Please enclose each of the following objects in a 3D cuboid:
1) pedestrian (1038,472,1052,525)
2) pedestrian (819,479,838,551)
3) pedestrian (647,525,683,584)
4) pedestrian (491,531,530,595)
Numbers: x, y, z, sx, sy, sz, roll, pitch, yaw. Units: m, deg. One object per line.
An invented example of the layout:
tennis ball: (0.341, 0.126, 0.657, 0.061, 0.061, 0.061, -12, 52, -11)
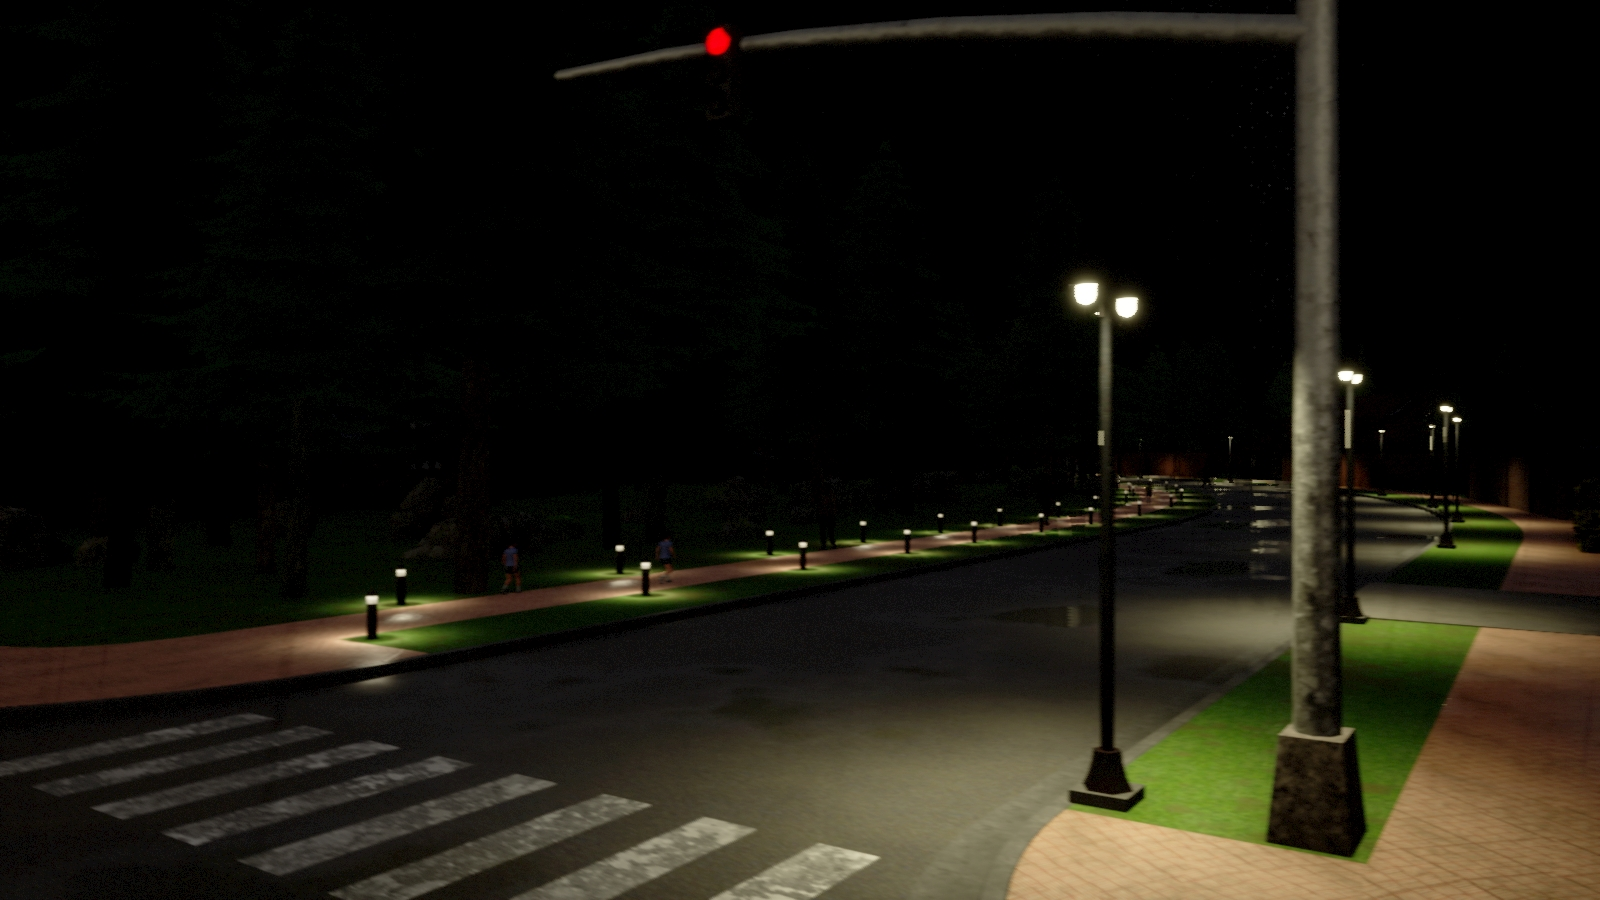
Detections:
pedestrian: (8.611, 1.696, 40.180, 0.375, 1.860, 0.375, 0, 0, 27)
pedestrian: (0.751, 1.691, 30.048, 0.375, 1.860, 0.375, 0, 0, 32)
pedestrian: (-2.679, 2.069, 22.639, 0.500, 1.100, 0.500, 0, 0, 36)
pedestrian: (-5.318, 2.069, 21.022, 0.500, 1.100, 0.500, 0, 0, 20)
